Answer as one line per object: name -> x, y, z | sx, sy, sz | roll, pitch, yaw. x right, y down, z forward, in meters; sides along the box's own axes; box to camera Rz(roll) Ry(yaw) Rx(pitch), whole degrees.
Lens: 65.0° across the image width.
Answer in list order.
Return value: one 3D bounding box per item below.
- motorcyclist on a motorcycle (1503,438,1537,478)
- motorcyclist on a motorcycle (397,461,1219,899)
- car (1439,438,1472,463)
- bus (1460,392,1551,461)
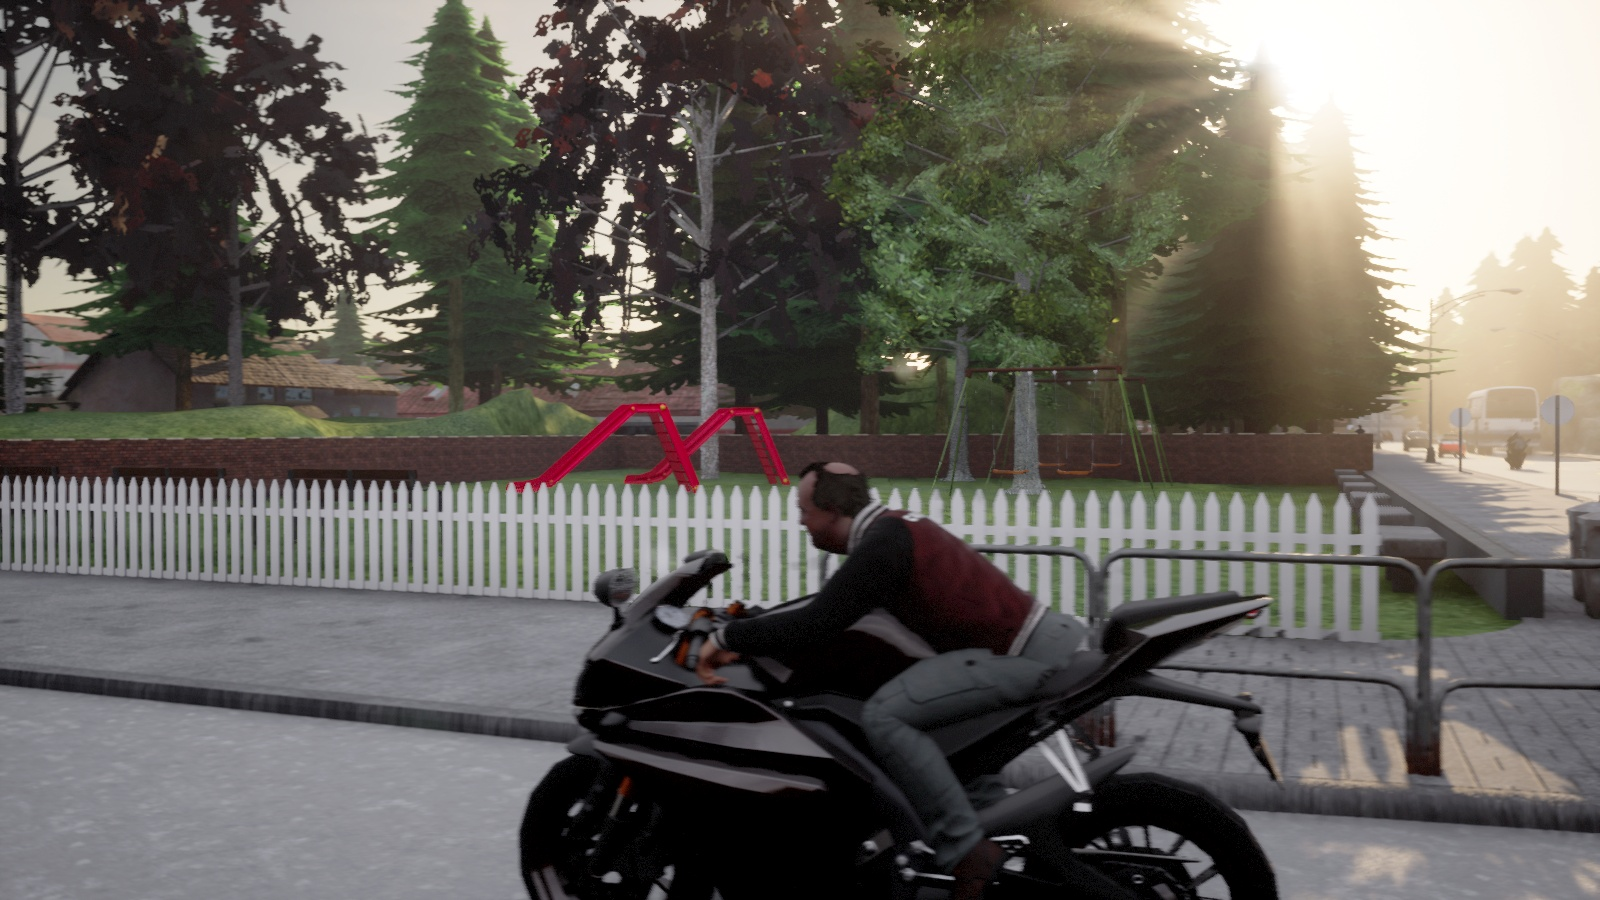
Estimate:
motorcyclist on a motorcycle -> 28.381, 0.283, 49.516 | 0.866, 1.530, 2.191 | 1, 1, 22
motorcyclist on a motorcycle -> 0.041, 0.812, 3.633 | 2.191, 1.530, 0.866 | 0, 0, 17
car -> 37.492, 0.028, 71.867 | 1.481, 1.376, 2.207 | 1, 1, 22
bus -> 46.157, -1.518, 82.494 | 3.944, 4.253, 10.273 | 1, 1, 22
